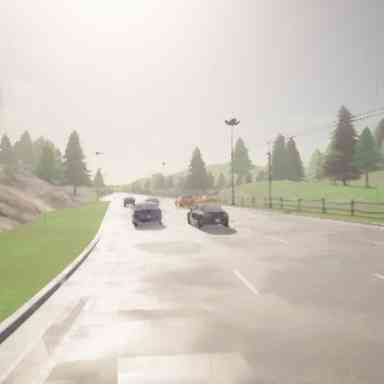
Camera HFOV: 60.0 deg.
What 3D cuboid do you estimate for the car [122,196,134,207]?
[{"bbox_3d":[-9.678,1.446,51.602,1.837,1.490,4.892,-1,0,-13],"label":"car"}]

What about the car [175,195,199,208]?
[{"bbox_3d":[-0.952,1.202,44.858,2.097,1.767,4.553,-1,0,-13],"label":"car"}]

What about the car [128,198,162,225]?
[{"bbox_3d":[-3.287,1.435,23.685,1.882,1.535,5.008,-1,0,-13],"label":"car"}]

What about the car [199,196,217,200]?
[{"bbox_3d":[2.125,1.279,47.101,1.882,1.535,5.008,-1,0,-13],"label":"car"}]

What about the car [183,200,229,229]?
[{"bbox_3d":[0.930,1.438,20.827,1.812,1.442,4.674,-1,0,-12],"label":"car"}]
